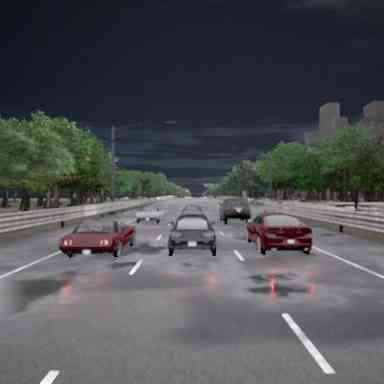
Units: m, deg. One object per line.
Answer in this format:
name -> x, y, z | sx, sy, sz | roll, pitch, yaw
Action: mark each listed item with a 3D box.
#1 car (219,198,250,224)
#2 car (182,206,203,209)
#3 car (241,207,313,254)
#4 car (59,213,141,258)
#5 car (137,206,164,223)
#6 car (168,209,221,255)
car -> 3.520, 1.492, 27.588 | 2.150, 2.045, 5.566 | 0, 0, 0
car -> 0.030, 1.838, 28.443 | 1.994, 1.385, 4.181 | 0, 0, 0
car -> 3.531, 1.620, 14.253 | 1.882, 1.535, 5.008 | 0, 0, 0
car -> -3.477, 1.733, 13.271 | 1.895, 1.301, 4.718 | 0, -1, 0
car -> -3.473, 1.873, 28.265 | 1.895, 1.301, 4.718 | 0, 0, 1
car -> 0.026, 1.664, 13.908 | 1.812, 1.442, 4.674 | 0, 0, 0
